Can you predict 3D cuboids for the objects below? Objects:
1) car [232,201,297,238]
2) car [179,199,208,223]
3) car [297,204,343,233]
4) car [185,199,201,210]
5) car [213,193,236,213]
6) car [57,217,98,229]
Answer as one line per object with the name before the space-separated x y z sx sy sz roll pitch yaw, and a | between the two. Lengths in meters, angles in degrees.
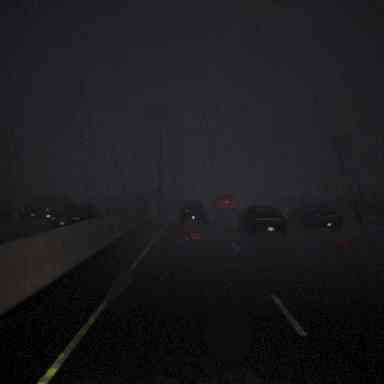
car | 3.595 1.465 17.569 2.128 1.511 4.902 0 0 0
car | 0.094 1.466 24.834 1.837 1.490 4.892 0 0 0
car | 7.095 1.462 19.594 2.128 1.511 4.902 0 0 0
car | 0.090 1.536 41.890 1.895 1.301 4.718 0 0 0
car | 3.591 1.165 36.992 2.150 2.045 5.566 0 0 0
car | -7.104 1.459 20.623 2.128 1.511 4.902 0 0 0
